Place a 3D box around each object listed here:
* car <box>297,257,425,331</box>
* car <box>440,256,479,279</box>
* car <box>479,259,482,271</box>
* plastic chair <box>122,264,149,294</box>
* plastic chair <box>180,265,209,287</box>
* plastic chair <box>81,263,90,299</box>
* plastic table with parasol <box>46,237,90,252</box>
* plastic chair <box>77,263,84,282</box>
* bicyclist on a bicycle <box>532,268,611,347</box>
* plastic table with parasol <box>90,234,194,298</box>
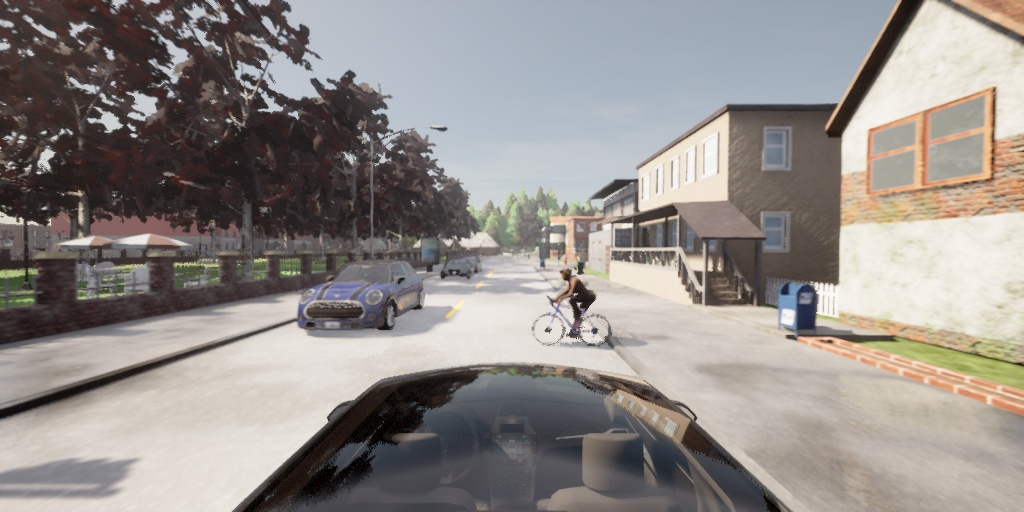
[{"bbox_3d":[-4.014,0.924,10.308,2.097,1.767,4.553,0,1,0],"label":"car"},{"bbox_3d":[-3.772,0.874,25.468,1.994,1.385,4.181,0,1,1],"label":"car"},{"bbox_3d":[-3.750,0.730,32.160,2.033,1.411,5.357,0,1,1],"label":"car"},{"bbox_3d":[-13.115,1.013,12.714,0.750,1.272,0.730,0,0,-38],"label":"plastic chair"},{"bbox_3d":[-12.877,1.007,14.638,0.730,1.272,0.750,0,0,-34],"label":"plastic chair"},{"bbox_3d":[-14.886,0.979,13.018,0.730,1.272,0.750,0,0,-39],"label":"plastic chair"},{"bbox_3d":[-19.153,0.314,16.535,2.482,2.480,2.482,0,0,-39],"label":"plastic table with parasol"},{"bbox_3d":[-18.418,0.935,15.497,0.750,1.272,0.730,0,0,-39],"label":"plastic chair"},{"bbox_3d":[1.248,1.078,7.421,1.656,1.620,0.582,1,1,1],"label":"bicyclist on a bicycle"},{"bbox_3d":[-13.859,0.385,13.746,2.482,2.480,2.482,0,0,-40],"label":"plastic table with parasol"}]
